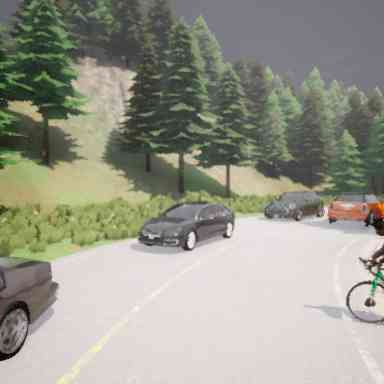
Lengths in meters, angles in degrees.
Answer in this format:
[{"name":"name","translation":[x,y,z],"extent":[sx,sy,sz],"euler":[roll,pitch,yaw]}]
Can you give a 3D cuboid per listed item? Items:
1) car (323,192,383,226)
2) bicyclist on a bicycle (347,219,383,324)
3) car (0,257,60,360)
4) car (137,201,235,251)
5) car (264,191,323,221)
[{"name":"car","translation":[9.433,0.804,18.629],"extent":[2.097,1.767,4.553],"euler":[2,2,43]},{"name":"bicyclist on a bicycle","translation":[3.180,1.209,5.095],"extent":[1.656,1.620,0.582],"euler":[-9,-1,16]},{"name":"car","translation":[-3.351,1.444,3.060],"extent":[2.033,1.411,5.357],"euler":[0,2,8]},{"name":"car","translation":[-0.001,1.123,12.495],"extent":[1.837,1.490,4.892],"euler":[1,2,32]},{"name":"car","translation":[6.345,0.739,20.559],"extent":[2.097,1.767,4.553],"euler":[2,2,43]}]
